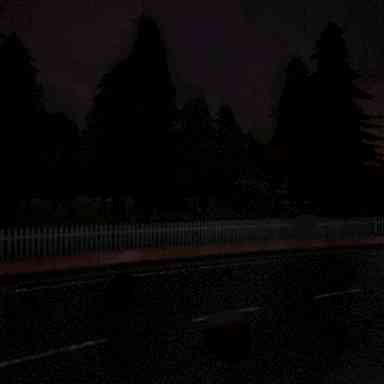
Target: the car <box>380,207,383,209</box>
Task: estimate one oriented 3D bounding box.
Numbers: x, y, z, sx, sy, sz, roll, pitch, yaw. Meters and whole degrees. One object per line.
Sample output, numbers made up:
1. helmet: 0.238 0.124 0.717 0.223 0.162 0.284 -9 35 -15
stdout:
1. car: 21.171 1.676 33.609 2.097 1.767 4.553 0 0 -4
